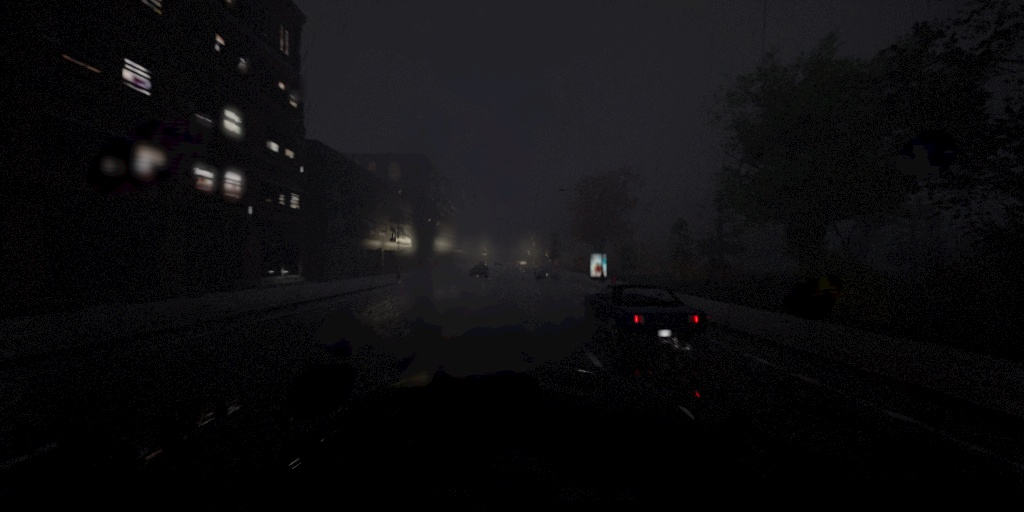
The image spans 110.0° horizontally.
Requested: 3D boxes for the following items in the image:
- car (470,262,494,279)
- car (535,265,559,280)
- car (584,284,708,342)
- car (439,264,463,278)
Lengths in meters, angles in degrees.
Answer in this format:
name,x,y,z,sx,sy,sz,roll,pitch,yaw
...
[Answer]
name,x,y,z,sx,sy,sz,roll,pitch,yaw
car,-3.348,1.633,38.483,2.033,1.411,5.357,0,-1,0
car,3.341,1.583,35.325,1.812,1.442,4.674,0,0,0
car,3.347,1.428,10.074,1.895,1.301,4.718,0,-1,0
car,-6.593,1.614,38.857,1.812,1.442,4.674,0,-1,0
